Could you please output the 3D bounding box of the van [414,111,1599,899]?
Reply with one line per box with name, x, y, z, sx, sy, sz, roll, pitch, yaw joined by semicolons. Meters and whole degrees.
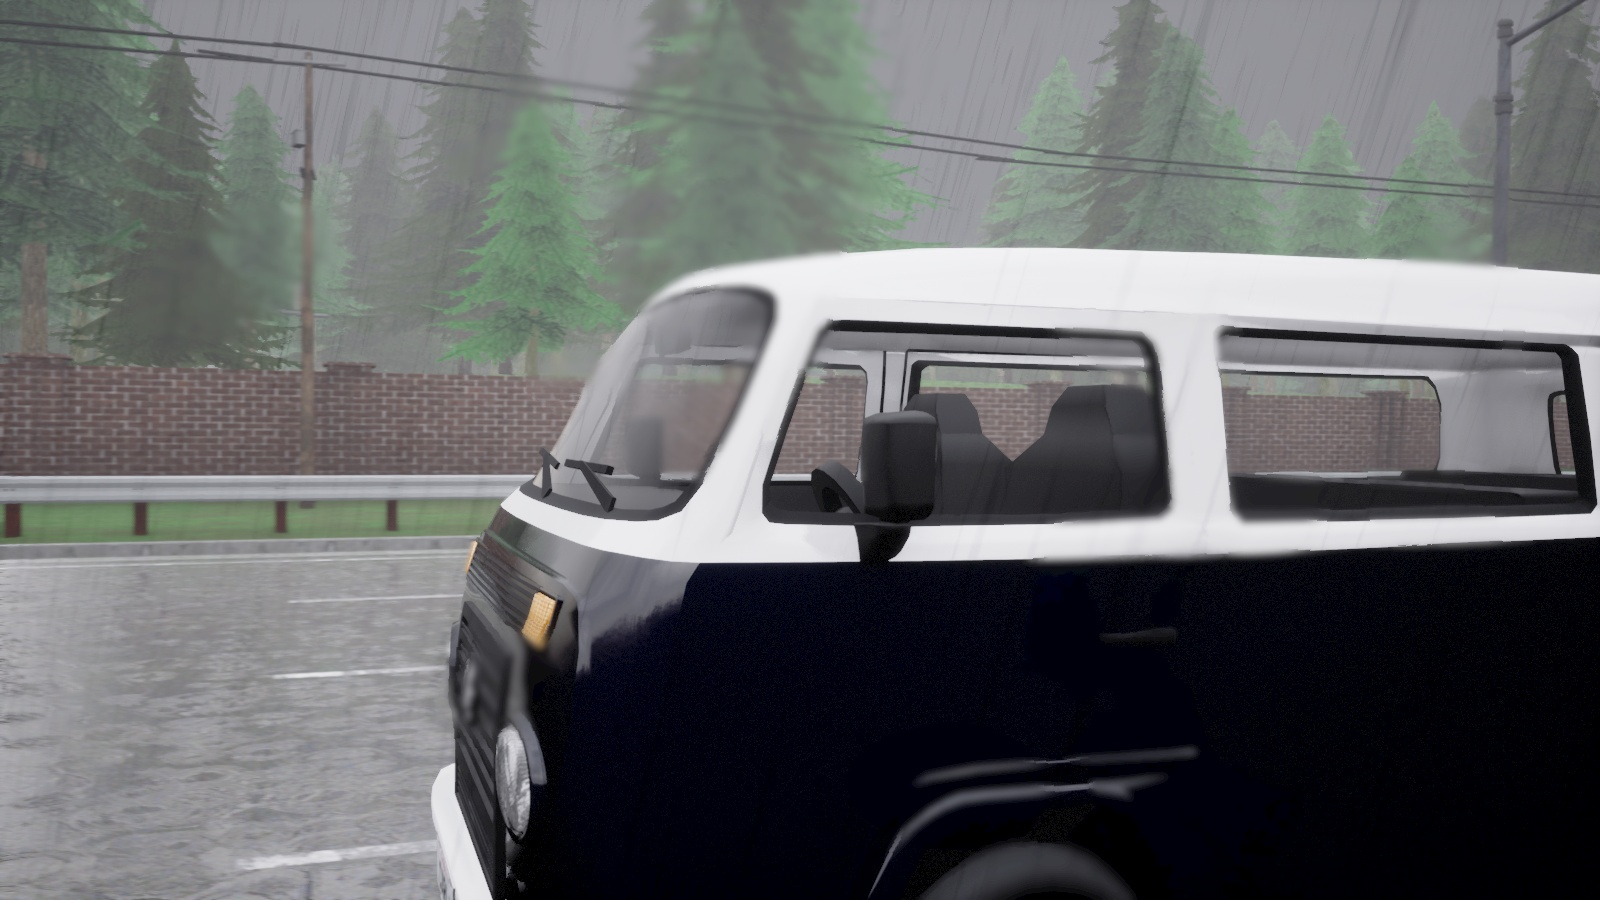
van;1.281;0.447;3.722;4.480;2.038;2.069;-1;1;-21
